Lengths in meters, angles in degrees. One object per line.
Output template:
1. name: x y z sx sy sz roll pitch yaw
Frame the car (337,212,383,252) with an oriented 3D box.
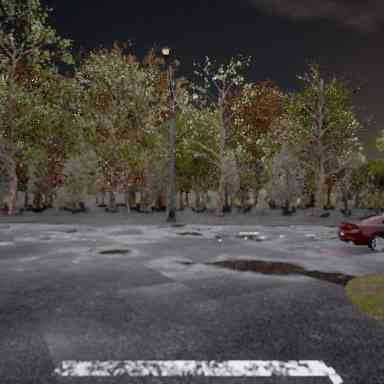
1. car: 8.776 1.616 13.959 5.008 1.535 1.882 0 0 0
